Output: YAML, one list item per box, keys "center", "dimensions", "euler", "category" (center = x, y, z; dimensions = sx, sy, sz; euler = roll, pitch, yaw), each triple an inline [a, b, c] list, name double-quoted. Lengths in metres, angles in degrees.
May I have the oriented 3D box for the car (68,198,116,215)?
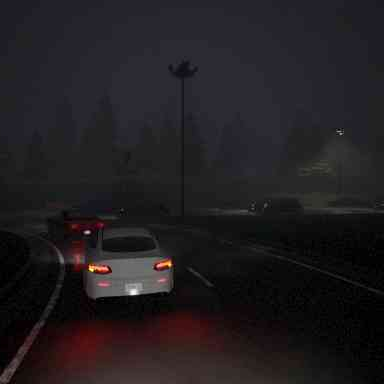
- center: [-9.196, 1.477, 32.713]
  dimensions: [5.008, 1.535, 1.882]
  euler: [0, 0, -14]
  category: "car"

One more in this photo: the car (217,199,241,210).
- center: [5.438, 1.564, 43.474]
  dimensions: [4.181, 1.385, 1.994]
  euler: [0, 0, -14]
  category: "car"

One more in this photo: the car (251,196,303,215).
- center: [8.731, 1.352, 33.469]
  dimensions: [4.553, 1.767, 2.097]
  euler: [0, 0, -14]
  category: "car"

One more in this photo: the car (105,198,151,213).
- center: [-7.067, 1.492, 36.832]
  dimensions: [4.902, 1.511, 2.128]
  euler: [0, 0, -14]
  category: "car"

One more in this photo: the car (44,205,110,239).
- center: [-6.180, 1.601, 17.414]
  dimensions: [1.895, 1.301, 4.718]
  euler: [0, 0, -35]
  category: "car"

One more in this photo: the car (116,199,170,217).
- center: [-4.310, 1.525, 30.300]
  dimensions: [4.674, 1.442, 1.812]
  euler: [0, 0, -14]
  category: "car"

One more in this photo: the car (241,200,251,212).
- center: [8.314, 1.352, 36.969]
  dimensions: [4.553, 1.767, 2.097]
  euler: [0, 0, -14]
  category: "car"

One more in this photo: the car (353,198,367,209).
- center: [24.791, 1.477, 44.570]
  dimensions: [5.008, 1.535, 1.882]
  euler: [0, 0, -14]
  category: "car"

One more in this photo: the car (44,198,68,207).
- center: [-14.514, 1.477, 38.624]
  dimensions: [5.008, 1.535, 1.882]
  euler: [0, 0, -14]
  category: "car"

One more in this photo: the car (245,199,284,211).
- center: [8.882, 1.564, 40.709]
  dimensions: [4.181, 1.385, 1.994]
  euler: [0, 0, -14]
  category: "car"

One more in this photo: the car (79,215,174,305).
- center: [-1.664, 1.526, 8.124]
  dimensions: [1.812, 1.442, 4.674]
  euler: [0, 0, -16]
  category: "car"

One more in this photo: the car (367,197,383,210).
- center: [24.645, 1.505, 40.934]
  dimensions: [4.892, 1.490, 1.837]
  euler: [0, 0, -14]
  category: "car"

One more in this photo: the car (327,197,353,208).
- center: [21.729, 1.477, 47.431]
  dimensions: [5.008, 1.535, 1.882]
  euler: [0, 0, -14]
  category: "car"
